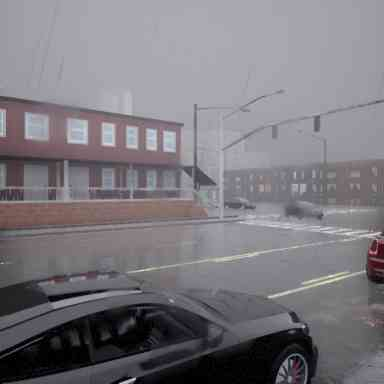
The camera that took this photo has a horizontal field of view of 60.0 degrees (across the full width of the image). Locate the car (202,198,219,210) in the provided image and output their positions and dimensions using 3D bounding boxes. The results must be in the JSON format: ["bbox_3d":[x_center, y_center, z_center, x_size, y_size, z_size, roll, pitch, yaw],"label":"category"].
[{"bbox_3d":[1.386,1.491,42.190,2.128,1.511,4.902,0,0,-36],"label":"car"}]

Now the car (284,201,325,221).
[{"bbox_3d":[9.213,1.507,27.670,1.837,1.490,4.892,2,-1,-6],"label":"car"}]

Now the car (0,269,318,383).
[{"bbox_3d":[-0.770,1.526,3.205,4.674,1.442,1.812,0,0,-35],"label":"car"}]

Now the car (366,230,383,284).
[{"bbox_3d":[6.428,1.352,8.392,4.553,1.767,2.097,0,0,-35],"label":"car"}]

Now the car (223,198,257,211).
[{"bbox_3d":[5.985,1.501,41.784,1.837,1.490,4.892,0,1,-36],"label":"car"}]
